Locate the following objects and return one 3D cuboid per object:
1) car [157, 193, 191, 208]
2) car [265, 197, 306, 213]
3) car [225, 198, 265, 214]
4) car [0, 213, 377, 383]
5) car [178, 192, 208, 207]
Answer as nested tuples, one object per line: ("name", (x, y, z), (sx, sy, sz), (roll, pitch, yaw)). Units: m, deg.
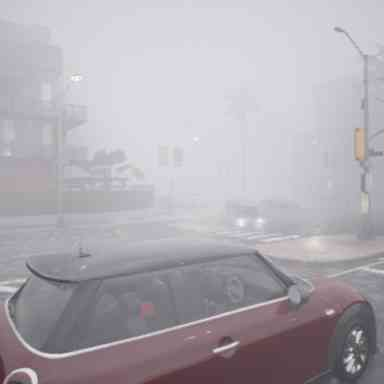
("car", (-2.690, 1.263, 42.852), (2.128, 1.511, 4.902), (-1, 0, -35))
("car", (8.769, 1.228, 32.590), (2.128, 1.511, 4.902), (-1, 0, -35))
("car", (4.330, 1.271, 29.270), (1.882, 1.535, 5.008), (0, 0, -10))
("car", (0.149, 1.329, 3.852), (4.553, 1.767, 2.097), (-1, 0, -36))
("car", (-0.105, 0.958, 45.261), (2.150, 2.045, 5.566), (-1, 0, -35))
